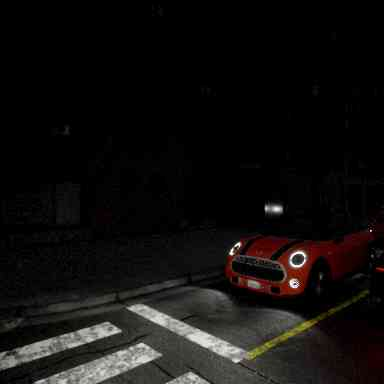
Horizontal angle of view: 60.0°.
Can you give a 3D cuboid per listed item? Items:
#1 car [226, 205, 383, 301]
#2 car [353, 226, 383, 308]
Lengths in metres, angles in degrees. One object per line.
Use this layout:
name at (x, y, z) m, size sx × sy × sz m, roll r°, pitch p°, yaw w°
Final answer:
car at (2.907, 1.323, 8.433) m, size 4.553 × 1.767 × 2.097 m, roll 0°, pitch 0°, yaw -43°
car at (5.277, 1.491, 6.778) m, size 4.892 × 1.490 × 1.837 m, roll 0°, pitch 0°, yaw -43°
